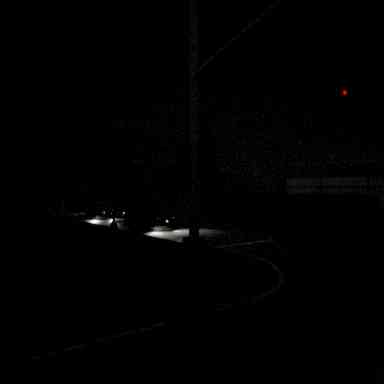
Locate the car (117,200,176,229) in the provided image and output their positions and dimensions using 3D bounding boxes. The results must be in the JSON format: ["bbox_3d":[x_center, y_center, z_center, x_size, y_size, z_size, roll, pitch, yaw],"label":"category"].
[{"bbox_3d":[-2.897,1.505,21.814,1.837,1.490,4.892,0,0,-36],"label":"car"}]

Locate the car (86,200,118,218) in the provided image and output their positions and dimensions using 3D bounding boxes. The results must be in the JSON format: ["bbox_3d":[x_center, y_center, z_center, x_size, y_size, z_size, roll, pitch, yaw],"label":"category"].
[{"bbox_3d":[-8.424,1.505,30.059,1.837,1.490,4.892,0,0,-26],"label":"car"}]
